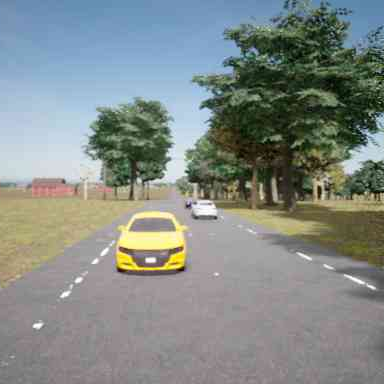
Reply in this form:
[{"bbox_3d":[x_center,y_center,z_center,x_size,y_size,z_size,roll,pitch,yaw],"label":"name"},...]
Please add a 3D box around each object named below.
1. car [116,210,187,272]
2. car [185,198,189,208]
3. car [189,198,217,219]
[{"bbox_3d":[-1.247,1.419,10.797,1.882,1.535,5.008,1,0,-5],"label":"car"},{"bbox_3d":[0.048,1.412,42.969,1.895,1.301,4.718,1,0,-3],"label":"car"},{"bbox_3d":[0.992,1.415,27.674,1.812,1.442,4.674,1,0,-4],"label":"car"}]
